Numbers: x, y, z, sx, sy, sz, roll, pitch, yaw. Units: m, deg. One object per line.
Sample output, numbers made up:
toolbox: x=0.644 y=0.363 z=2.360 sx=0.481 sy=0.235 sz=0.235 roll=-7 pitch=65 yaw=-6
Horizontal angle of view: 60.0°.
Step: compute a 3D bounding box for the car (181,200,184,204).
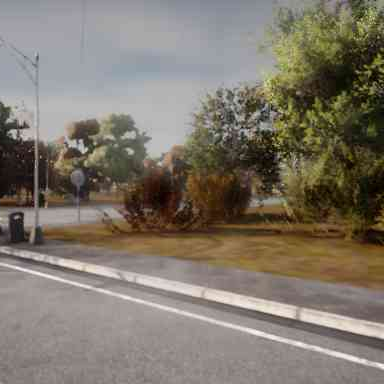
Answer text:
car: x=-0.507 y=1.396 z=52.716 sx=1.994 sy=1.385 sz=4.181 roll=0 pitch=0 yaw=33
